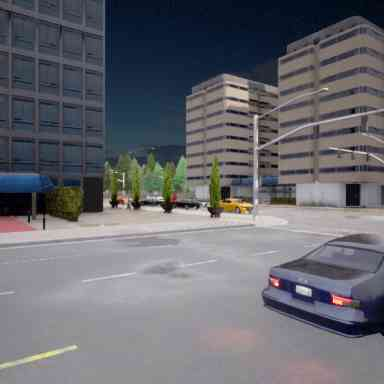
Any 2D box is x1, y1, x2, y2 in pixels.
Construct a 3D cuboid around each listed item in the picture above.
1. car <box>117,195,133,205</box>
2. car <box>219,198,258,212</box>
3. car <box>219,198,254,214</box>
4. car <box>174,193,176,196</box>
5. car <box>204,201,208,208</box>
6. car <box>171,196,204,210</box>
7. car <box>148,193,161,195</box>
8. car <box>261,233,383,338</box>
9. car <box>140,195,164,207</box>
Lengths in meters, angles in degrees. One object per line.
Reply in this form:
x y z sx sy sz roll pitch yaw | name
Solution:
-11.976 1.352 59.577 2.097 1.767 4.553 0 0 -35 | car
5.594 1.505 40.521 1.837 1.490 4.892 0 0 -35 | car
4.495 1.478 35.987 1.882 1.535 5.008 0 0 -35 | car
-5.206 1.221 68.458 2.150 2.045 5.566 0 0 -35 | car
0.282 1.491 48.105 2.128 1.511 4.902 0 0 -35 | car
-0.865 1.601 43.641 1.895 1.301 4.718 0 0 -35 | car
-5.783 1.221 56.788 2.150 2.045 5.566 0 0 -34 | car
3.750 1.547 6.496 5.357 1.411 2.033 0 0 -35 | car
-6.138 1.601 51.174 1.895 1.301 4.718 0 0 -35 | car
